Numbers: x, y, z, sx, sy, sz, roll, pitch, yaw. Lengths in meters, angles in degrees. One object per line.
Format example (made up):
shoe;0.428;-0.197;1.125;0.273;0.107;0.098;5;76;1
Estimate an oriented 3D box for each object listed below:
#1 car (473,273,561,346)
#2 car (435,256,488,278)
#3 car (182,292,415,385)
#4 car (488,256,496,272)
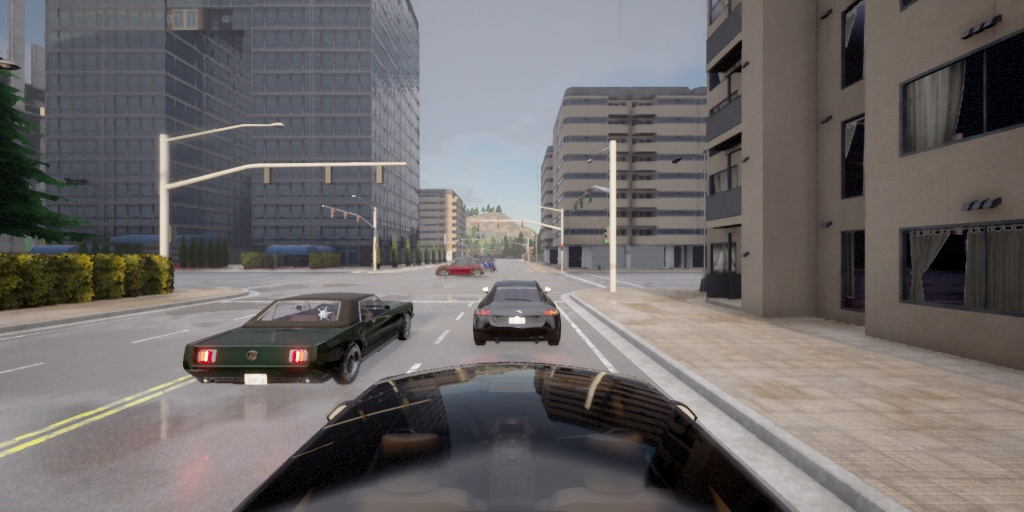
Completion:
car;0.123;1.313;9.464;1.994;1.385;4.181;0;0;0
car;-4.808;1.098;33.497;4.553;1.767;2.097;0;0;0
car;-3.386;1.350;6.984;1.895;1.301;4.718;0;0;0
car;-3.247;0.966;46.229;2.150;2.045;5.566;0;0;0
